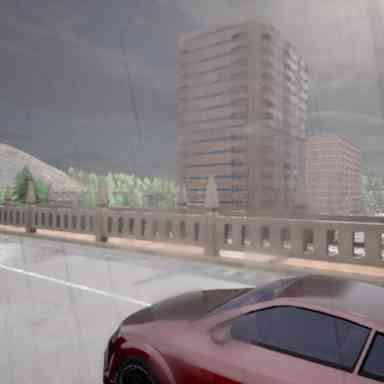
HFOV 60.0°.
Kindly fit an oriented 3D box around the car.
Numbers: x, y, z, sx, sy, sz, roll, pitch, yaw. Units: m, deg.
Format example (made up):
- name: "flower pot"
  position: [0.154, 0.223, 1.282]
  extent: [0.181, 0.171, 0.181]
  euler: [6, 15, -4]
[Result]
- name: "car"
  position: [1.078, 1.565, 3.226]
  extent: [4.181, 1.385, 1.994]
  euler: [0, 0, 36]
